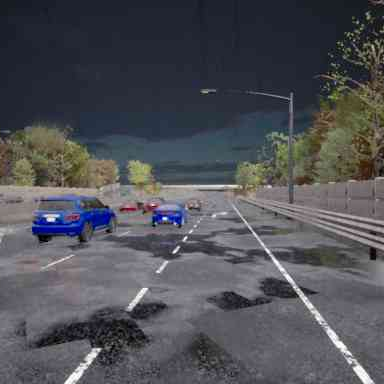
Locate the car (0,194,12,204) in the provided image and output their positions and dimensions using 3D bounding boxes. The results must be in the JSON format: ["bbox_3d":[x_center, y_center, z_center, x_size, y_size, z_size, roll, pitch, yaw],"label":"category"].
[{"bbox_3d":[-24.234,1.359,43.874,2.097,1.767,4.553,0,0,6],"label":"car"}]

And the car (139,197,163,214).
[{"bbox_3d":[-3.731,1.355,35.307,2.097,1.767,4.553,0,0,5],"label":"car"}]

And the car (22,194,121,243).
[{"bbox_3d":[-5.479,1.221,16.199,2.150,2.045,5.566,0,0,5],"label":"car"}]

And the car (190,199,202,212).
[{"bbox_3d":[0.187,1.552,39.655,2.033,1.411,5.357,0,0,5],"label":"car"}]

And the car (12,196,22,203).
[{"bbox_3d":[-20.762,1.484,43.411,1.882,1.535,5.008,0,0,5],"label":"car"}]

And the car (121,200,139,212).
[{"bbox_3d":[-6.926,1.568,38.869,1.994,1.385,4.181,0,0,6],"label":"car"}]

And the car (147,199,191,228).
[{"bbox_3d":[-1.392,1.478,22.464,1.882,1.535,5.008,0,0,5],"label":"car"}]

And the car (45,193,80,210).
[{"bbox_3d":[-17.158,1.228,44.368,2.150,2.045,5.566,0,0,5],"label":"car"}]

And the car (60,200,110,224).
[{"bbox_3d":[-8.117,1.478,25.779,1.882,1.535,5.008,0,0,5],"label":"car"}]
